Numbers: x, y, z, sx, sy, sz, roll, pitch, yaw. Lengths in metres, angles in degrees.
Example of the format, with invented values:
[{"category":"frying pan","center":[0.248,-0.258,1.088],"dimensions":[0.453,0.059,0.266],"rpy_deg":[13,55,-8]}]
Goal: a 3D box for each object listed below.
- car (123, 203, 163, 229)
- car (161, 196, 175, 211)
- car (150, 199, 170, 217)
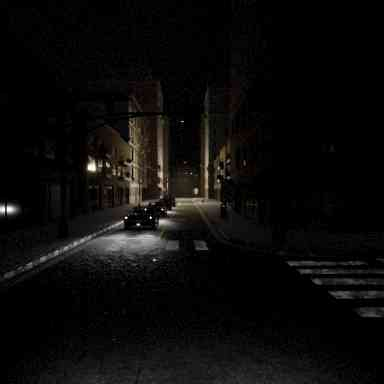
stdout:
[{"category":"car","center":[-3.185,1.596,21.733],"dimensions":[1.895,1.301,4.718],"rpy_deg":[0,0,-1]},{"category":"car","center":[-3.444,1.547,40.179],"dimensions":[1.994,1.385,4.181],"rpy_deg":[0,0,0]},{"category":"car","center":[-3.324,1.591,30.905],"dimensions":[1.895,1.301,4.718],"rpy_deg":[0,0,-1]}]
